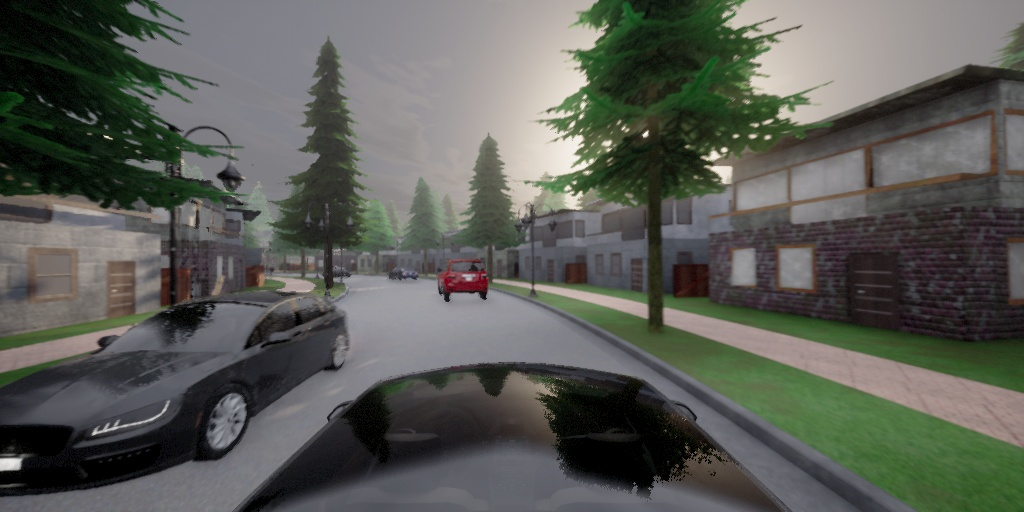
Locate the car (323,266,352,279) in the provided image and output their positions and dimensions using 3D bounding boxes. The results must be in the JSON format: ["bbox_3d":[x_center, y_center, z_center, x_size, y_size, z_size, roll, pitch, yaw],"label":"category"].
[{"bbox_3d":[-20.955,1.911,42.924,4.892,1.490,1.837,-1,-1,44],"label":"car"}]

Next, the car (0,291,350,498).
[{"bbox_3d":[-3.921,1.324,5.082,1.837,1.490,4.892,0,-1,-4],"label":"car"}]

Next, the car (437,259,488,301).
[{"bbox_3d":[-2.767,1.209,19.431,2.150,2.045,5.566,0,-1,-16],"label":"car"}]

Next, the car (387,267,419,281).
[{"bbox_3d":[-11.381,1.815,37.257,2.033,1.411,5.357,0,-1,-34],"label":"car"}]
